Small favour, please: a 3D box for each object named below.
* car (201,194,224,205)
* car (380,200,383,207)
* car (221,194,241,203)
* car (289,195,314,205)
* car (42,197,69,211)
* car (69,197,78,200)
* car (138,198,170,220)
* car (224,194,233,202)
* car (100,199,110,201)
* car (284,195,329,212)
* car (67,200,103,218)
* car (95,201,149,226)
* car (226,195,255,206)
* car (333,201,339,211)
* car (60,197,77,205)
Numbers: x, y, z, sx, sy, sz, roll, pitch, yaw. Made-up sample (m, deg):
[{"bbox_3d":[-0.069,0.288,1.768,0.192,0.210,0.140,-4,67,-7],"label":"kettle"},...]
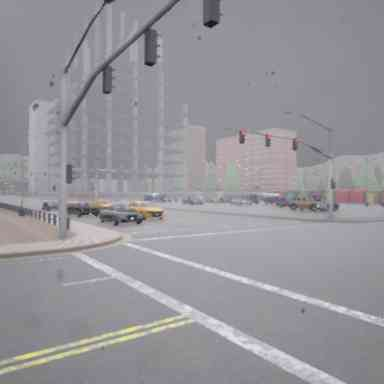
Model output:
[{"bbox_3d":[4.386,1.703,73.106,1.970,1.475,3.806,0,0,-35],"label":"car"},{"bbox_3d":[32.277,1.537,52.988,1.905,1.878,3.866,0,0,-35],"label":"car"},{"bbox_3d":[8.913,1.498,76.369,1.932,1.855,4.605,0,0,-35],"label":"car"},{"bbox_3d":[22.142,1.535,67.279,1.932,1.855,4.605,0,0,-35],"label":"car"},{"bbox_3d":[-17.165,1.592,41.121,1.812,1.442,4.674,0,0,-36],"label":"car"},{"bbox_3d":[-16.901,1.567,46.792,1.882,1.535,5.008,0,0,-36],"label":"car"},{"bbox_3d":[-4.258,1.567,29.012,1.882,1.535,5.008,0,0,-35],"label":"car"},{"bbox_3d":[6.750,1.691,74.778,1.784,1.438,3.905,0,0,-35],"label":"car"},{"bbox_3d":[-9.731,1.567,36.693,1.882,1.535,5.008,0,0,-36],"label":"car"},{"bbox_3d":[13.885,1.384,39.998,1.932,1.855,4.605,0,0,-35],"label":"car"},{"bbox_3d":[-10.322,1.667,31.488,1.895,1.301,4.718,0,0,-36],"label":"car"},{"bbox_3d":[-5.242,1.629,24.362,1.994,1.385,4.181,0,0,-35],"label":"car"},{"bbox_3d":[8.399,1.664,57.446,1.970,1.475,3.806,0,0,-35],"label":"car"},{"bbox_3d":[16.279,1.406,41.625,1.905,1.878,3.866,0,0,-35],"label":"car"},{"bbox_3d":[-22.908,1.678,61.553,1.994,1.385,4.181,0,0,-35],"label":"car"}]
